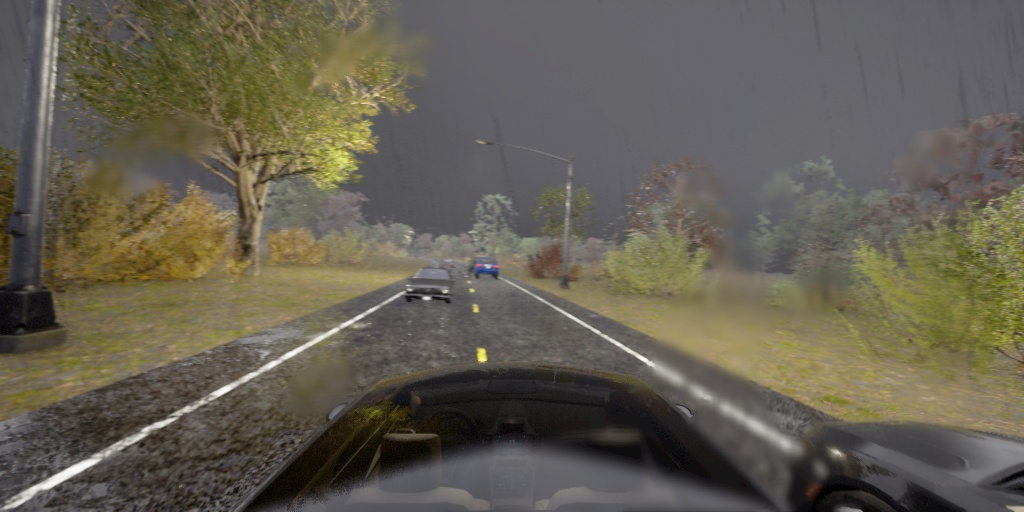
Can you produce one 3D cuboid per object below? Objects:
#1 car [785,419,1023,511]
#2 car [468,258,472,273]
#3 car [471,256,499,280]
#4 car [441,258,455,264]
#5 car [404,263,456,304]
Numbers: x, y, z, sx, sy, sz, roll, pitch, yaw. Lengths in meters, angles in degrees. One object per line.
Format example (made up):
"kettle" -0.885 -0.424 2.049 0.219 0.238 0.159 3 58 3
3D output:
"car" 3.142 1.437 0.701 1.837 1.490 4.892 4 -1 -6
"car" -4.352 1.112 45.502 2.150 2.045 5.566 4 0 -10
"car" -2.533 1.129 35.037 2.150 2.045 5.566 4 -1 -8
"car" -10.145 1.148 56.958 1.812 1.442 4.674 4 0 -11
"car" -3.545 1.224 16.238 2.033 1.411 5.357 4 -1 -7
